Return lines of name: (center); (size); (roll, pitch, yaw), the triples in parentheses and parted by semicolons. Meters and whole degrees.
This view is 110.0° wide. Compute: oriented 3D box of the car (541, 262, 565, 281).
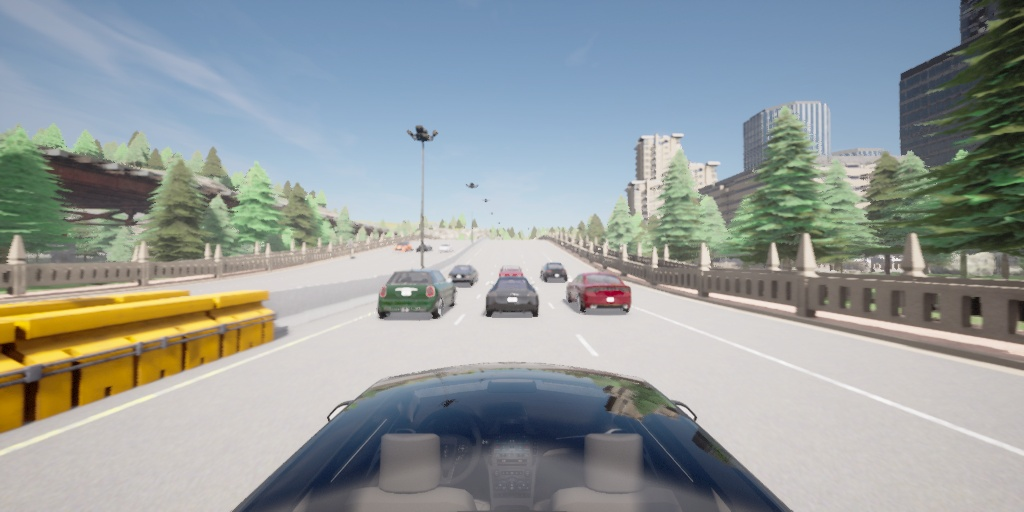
car: (3.438, 1.214, 29.554); (1.812, 1.442, 4.674); (0, 3, 0)

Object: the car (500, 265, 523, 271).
car: (-0.068, 1.344, 28.239); (1.895, 1.301, 4.718); (0, 2, 0)

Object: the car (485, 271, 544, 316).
car: (0.022, 1.487, 14.328); (1.994, 1.385, 4.181); (0, -1, 0)

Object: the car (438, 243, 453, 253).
car: (-10.830, -1.320, 58.514); (1.812, 1.442, 4.674); (0, 6, 0)

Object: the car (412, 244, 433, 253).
car: (-14.321, -1.245, 58.495); (1.895, 1.301, 4.718); (0, 6, 0)

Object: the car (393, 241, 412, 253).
car: (-17.823, -1.501, 58.530); (2.097, 1.767, 4.553); (0, 6, 0)

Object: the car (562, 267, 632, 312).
car: (3.523, 1.409, 15.272); (1.882, 1.535, 5.008); (0, 0, 0)

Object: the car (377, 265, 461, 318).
car: (-3.481, 1.269, 13.967); (2.097, 1.767, 4.553); (0, -1, 0)

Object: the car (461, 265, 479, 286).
car: (-3.575, 1.345, 26.682); (2.033, 1.411, 5.357); (0, 2, 0)
